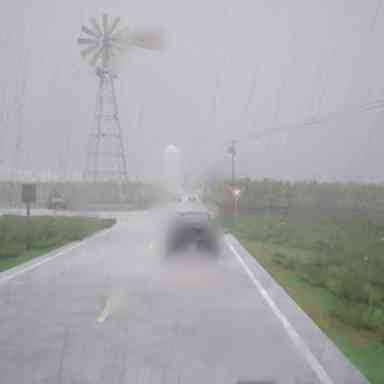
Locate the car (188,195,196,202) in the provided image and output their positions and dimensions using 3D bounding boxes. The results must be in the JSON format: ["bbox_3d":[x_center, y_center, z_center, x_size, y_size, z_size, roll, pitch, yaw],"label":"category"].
[{"bbox_3d":[-0.017,1.525,77.810,1.994,1.385,4.181,0,0,0],"label":"car"}]

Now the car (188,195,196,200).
[{"bbox_3d":[-0.019,1.405,87.844,1.895,1.301,4.718,0,0,0],"label":"car"}]

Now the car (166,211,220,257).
[{"bbox_3d":[0.042,1.502,12.907,1.837,1.490,4.892,0,0,1],"label":"car"}]

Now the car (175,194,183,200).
[{"bbox_3d":[-3.218,1.118,81.980,1.812,1.442,4.674,0,0,0],"label":"car"}]

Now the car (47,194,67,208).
[{"bbox_3d":[-17.231,1.206,42.289,1.905,1.878,3.866,0,0,-31],"label":"car"}]

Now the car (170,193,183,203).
[{"bbox_3d":[-3.219,1.203,66.433,2.150,2.045,5.566,0,0,0],"label":"car"}]
